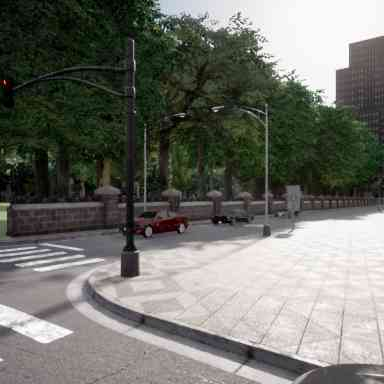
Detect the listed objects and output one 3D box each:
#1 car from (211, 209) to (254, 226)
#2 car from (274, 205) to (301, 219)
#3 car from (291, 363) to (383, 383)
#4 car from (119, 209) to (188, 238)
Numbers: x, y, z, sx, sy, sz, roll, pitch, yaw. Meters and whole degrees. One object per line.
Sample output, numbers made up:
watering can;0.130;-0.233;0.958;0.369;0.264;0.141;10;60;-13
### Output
car;3.518;2.147;28.367;1.895;1.301;4.718;0;-1;35
car;11.339;2.318;39.394;2.128;1.511;4.902;0;-1;36
car;2.389;1.551;1.258;4.403;1.369;2.008;0;0;36
car;-2.213;1.820;20.276;1.882;1.535;5.008;0;-1;35
